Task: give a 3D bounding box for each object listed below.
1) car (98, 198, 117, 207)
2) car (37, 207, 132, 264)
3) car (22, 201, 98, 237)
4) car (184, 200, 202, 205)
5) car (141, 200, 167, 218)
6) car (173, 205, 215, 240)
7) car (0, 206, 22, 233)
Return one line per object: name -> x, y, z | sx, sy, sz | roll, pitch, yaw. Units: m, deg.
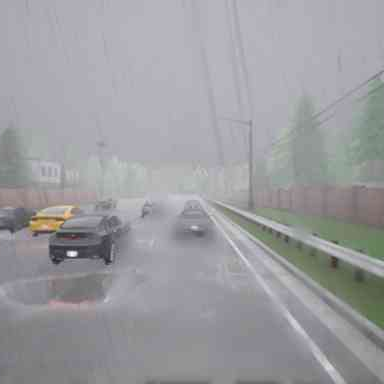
car -> -10.393, 1.489, 40.422 | 1.837, 1.490, 4.892 | 0, 0, 0
car -> -3.398, 1.500, 11.867 | 1.837, 1.490, 4.892 | 0, 0, 0
car -> -6.896, 1.471, 18.073 | 1.882, 1.535, 5.008 | 0, 0, 0
car -> 0.105, 1.534, 35.437 | 2.033, 1.411, 5.357 | 0, 0, 0
car -> -3.395, 1.480, 30.218 | 2.128, 1.511, 4.902 | 0, 0, 0
car -> 0.102, 1.558, 16.992 | 1.994, 1.385, 4.181 | 0, 0, 0
car -> -10.397, 1.540, 19.367 | 2.033, 1.411, 5.357 | 0, 0, 0
